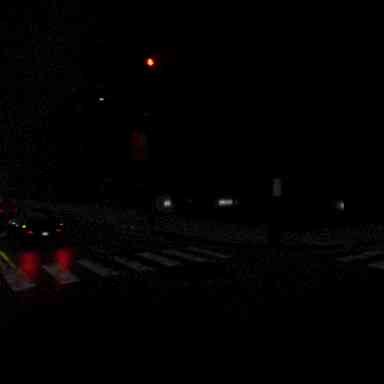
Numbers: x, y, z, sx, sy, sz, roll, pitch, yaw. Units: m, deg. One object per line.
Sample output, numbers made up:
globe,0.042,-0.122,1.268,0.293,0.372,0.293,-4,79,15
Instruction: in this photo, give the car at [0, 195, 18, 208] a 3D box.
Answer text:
car,-25.629,1.263,46.180,2.097,1.767,4.553,0,0,-36

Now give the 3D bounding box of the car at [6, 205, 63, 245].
car,-7.373,1.513,15.530,1.812,1.442,4.674,0,0,-36

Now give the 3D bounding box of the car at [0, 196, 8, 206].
car,-31.549,1.460,54.335,1.994,1.385,4.181,0,0,-36
